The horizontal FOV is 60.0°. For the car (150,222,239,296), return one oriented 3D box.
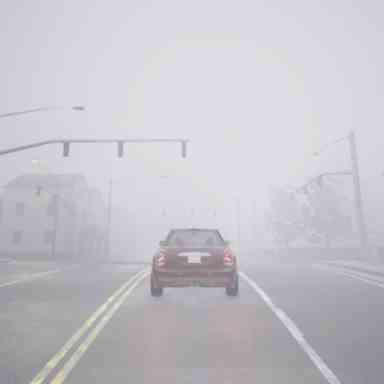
[{"bbox_3d":[0.073,1.805,9.745,2.097,1.767,4.553,0,-6,0],"label":"car"}]

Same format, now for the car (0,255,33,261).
[{"bbox_3d":[-17.029,6.567,30.836,4.181,1.385,1.994,-8,-12,-1],"label":"car"}]
